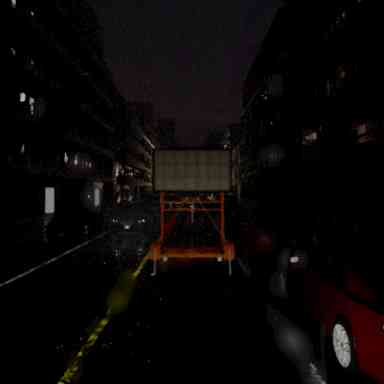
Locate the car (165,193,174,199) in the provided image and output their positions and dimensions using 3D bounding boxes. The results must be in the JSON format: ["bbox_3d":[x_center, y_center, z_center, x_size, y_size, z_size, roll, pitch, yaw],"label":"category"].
[{"bbox_3d":[-5.699,0.977,84.323,1.967,1.590,4.097,0,0,0],"label":"car"}]

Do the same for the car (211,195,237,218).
[{"bbox_3d":[2.690,1.167,27.957,2.192,1.841,5.009,0,0,0],"label":"car"}]

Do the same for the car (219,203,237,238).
[{"bbox_3d":[2.690,1.463,16.685,2.008,1.369,4.403,0,0,0],"label":"car"}]

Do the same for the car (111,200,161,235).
[{"bbox_3d":[-3.103,1.395,18.328,2.128,1.511,4.902,0,0,0],"label":"car"}]

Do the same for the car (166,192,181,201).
[{"bbox_3d":[-3.067,1.239,59.708,1.994,1.385,4.181,0,0,0],"label":"car"}]

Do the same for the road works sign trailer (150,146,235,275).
[{"bbox_3d":[0.014,0.411,10.193,2.380,3.560,2.880,0,0,0],"label":"road works sign trailer"}]

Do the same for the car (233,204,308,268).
[{"bbox_3d":[2.691,1.382,11.049,1.967,1.590,4.097,0,0,0],"label":"car"}]

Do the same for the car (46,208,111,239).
[{"bbox_3d":[-5.691,1.478,16.687,1.947,1.339,4.313,0,0,0],"label":"car"}]

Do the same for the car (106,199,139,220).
[{"bbox_3d":[-5.692,1.378,27.790,1.752,1.417,4.829,0,0,0],"label":"car"}]

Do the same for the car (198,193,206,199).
[{"bbox_3d":[2.680,1.049,89.957,1.887,1.381,4.507,0,0,0],"label":"car"}]

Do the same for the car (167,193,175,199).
[{"bbox_3d":[-5.700,1.049,89.961,1.887,1.381,4.507,0,0,0],"label":"car"}]

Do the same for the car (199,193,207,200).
[{"bbox_3d":[2.682,1.093,78.855,1.752,1.417,4.829,0,0,0],"label":"car"}]

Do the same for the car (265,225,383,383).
[{"bbox_3d":[2.692,1.516,5.413,1.887,1.381,4.507,0,0,0],"label":"car"}]

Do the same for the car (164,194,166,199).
[{"bbox_3d":[-5.694,1.043,50.505,2.192,1.841,5.009,0,0,0],"label":"car"}]

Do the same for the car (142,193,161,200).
[{"bbox_3d":[-5.695,1.199,44.870,1.967,1.590,4.097,0,0,0],"label":"car"}]
